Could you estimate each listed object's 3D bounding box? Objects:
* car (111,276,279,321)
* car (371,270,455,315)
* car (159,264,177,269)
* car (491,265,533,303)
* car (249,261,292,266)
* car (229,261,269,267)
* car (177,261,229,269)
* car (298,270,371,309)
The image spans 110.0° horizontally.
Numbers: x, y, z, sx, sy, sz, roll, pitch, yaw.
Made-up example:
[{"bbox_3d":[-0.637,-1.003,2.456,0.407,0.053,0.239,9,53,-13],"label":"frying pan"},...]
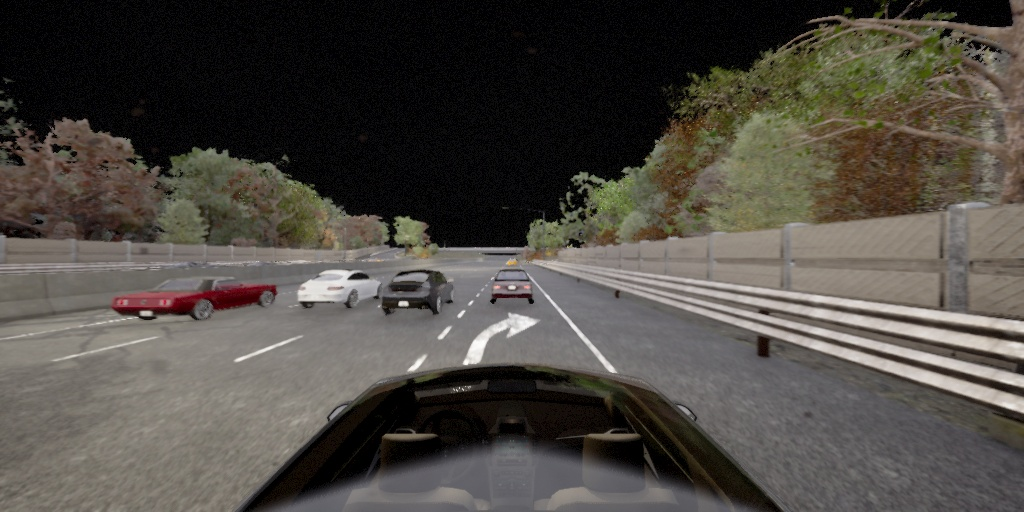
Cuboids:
[{"bbox_3d":[-10.396,1.353,12.415,1.895,1.301,4.718,0,0,0],"label":"car"},{"bbox_3d":[-3.395,1.259,13.650,1.837,1.490,4.892,0,0,0],"label":"car"},{"bbox_3d":[-31.556,1.269,34.907,2.128,1.511,4.902,0,0,0],"label":"car"},{"bbox_3d":[0.004,1.305,16.716,2.033,1.411,5.357,0,0,0],"label":"car"},{"bbox_3d":[-21.078,1.376,32.515,1.895,1.301,4.718,0,0,0],"label":"car"},{"bbox_3d":[-24.561,1.273,35.189,2.128,1.511,4.902,0,0,0],"label":"car"},{"bbox_3d":[-28.068,1.376,33.689,1.895,1.301,4.718,0,0,0],"label":"car"},{"bbox_3d":[-6.911,1.280,14.870,1.812,1.442,4.674,0,0,0],"label":"car"}]
